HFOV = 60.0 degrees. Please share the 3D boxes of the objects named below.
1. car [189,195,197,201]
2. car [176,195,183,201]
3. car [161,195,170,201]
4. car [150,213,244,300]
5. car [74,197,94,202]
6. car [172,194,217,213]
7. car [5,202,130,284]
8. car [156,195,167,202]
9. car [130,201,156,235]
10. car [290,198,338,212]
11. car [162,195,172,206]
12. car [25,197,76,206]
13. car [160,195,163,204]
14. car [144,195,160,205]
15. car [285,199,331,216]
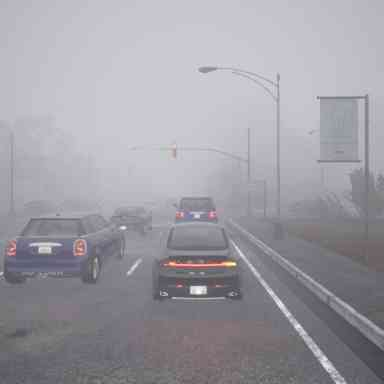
[{"bbox_3d":[0.196,1.471,85.913,1.882,1.535,5.008,0,0,0],"label":"car"},{"bbox_3d":[-3.296,1.477,89.255,1.882,1.535,5.008,0,0,0],"label":"car"},{"bbox_3d":[-6.806,1.494,85.166,1.837,1.490,4.892,0,0,0],"label":"car"},{"bbox_3d":[0.119,1.505,8.363,1.837,1.490,4.892,0,0,0],"label":"car"},{"bbox_3d":[-12.550,1.351,38.016,4.553,1.767,2.097,0,0,-15],"label":"car"},{"bbox_3d":[0.165,1.221,18.211,2.150,2.045,5.566,0,0,-2],"label":"car"},{"bbox_3d":[-3.378,1.352,9.778,2.097,1.767,4.553,0,0,0],"label":"car"},{"bbox_3d":[-6.829,1.478,75.209,1.882,1.535,5.008,0,0,0],"label":"car"},{"bbox_3d":[-3.358,1.505,18.738,1.837,1.490,4.892,0,0,0],"label":"car"},{"bbox_3d":[14.140,1.505,38.629,4.892,1.490,1.837,0,0,3],"label":"car"},{"bbox_3d":[-3.257,1.477,54.318,1.882,1.535,5.008,0,0,1],"label":"car"},{"bbox_3d":[-13.697,1.507,31.395,4.892,1.490,1.837,-1,-2,28],"label":"car"},{"bbox_3d":[-6.887,1.547,65.431,2.033,1.411,5.357,0,0,1],"label":"car"},{"bbox_3d":[-6.958,1.526,55.704,1.812,1.442,4.674,0,0,0],"label":"car"},{"bbox_3d":[11.747,1.491,31.558,4.902,1.511,2.128,0,0,3],"label":"car"}]
